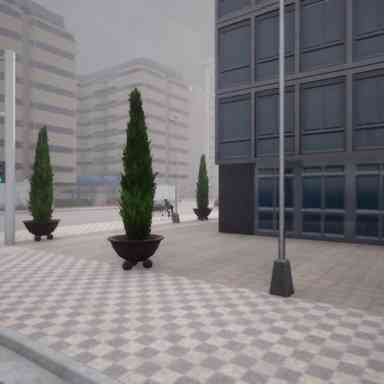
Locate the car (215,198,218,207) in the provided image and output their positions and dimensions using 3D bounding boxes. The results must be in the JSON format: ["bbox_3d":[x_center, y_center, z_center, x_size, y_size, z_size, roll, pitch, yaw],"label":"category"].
[{"bbox_3d":[5.323,1.403,50.404,2.097,1.767,4.553,0,0,35],"label":"car"}]

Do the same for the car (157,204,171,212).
[{"bbox_3d":[-4.378,1.652,36.666,1.895,1.301,4.718,0,0,35],"label":"car"}]

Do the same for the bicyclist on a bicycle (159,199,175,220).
[{"bbox_3d":[-1.908,1.353,25.824,1.656,1.620,0.582,0,0,35],"label":"bicyclist on a bicycle"}]
